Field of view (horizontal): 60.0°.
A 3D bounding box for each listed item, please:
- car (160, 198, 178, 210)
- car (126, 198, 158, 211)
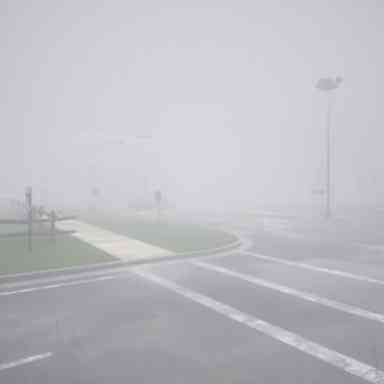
[{"bbox_3d":[-3.763,1.577,43.795,1.837,1.490,4.892,0,0,-35],"label":"car"},{"bbox_3d":[-6.622,1.565,41.777,1.837,1.490,4.892,0,0,-35],"label":"car"}]
